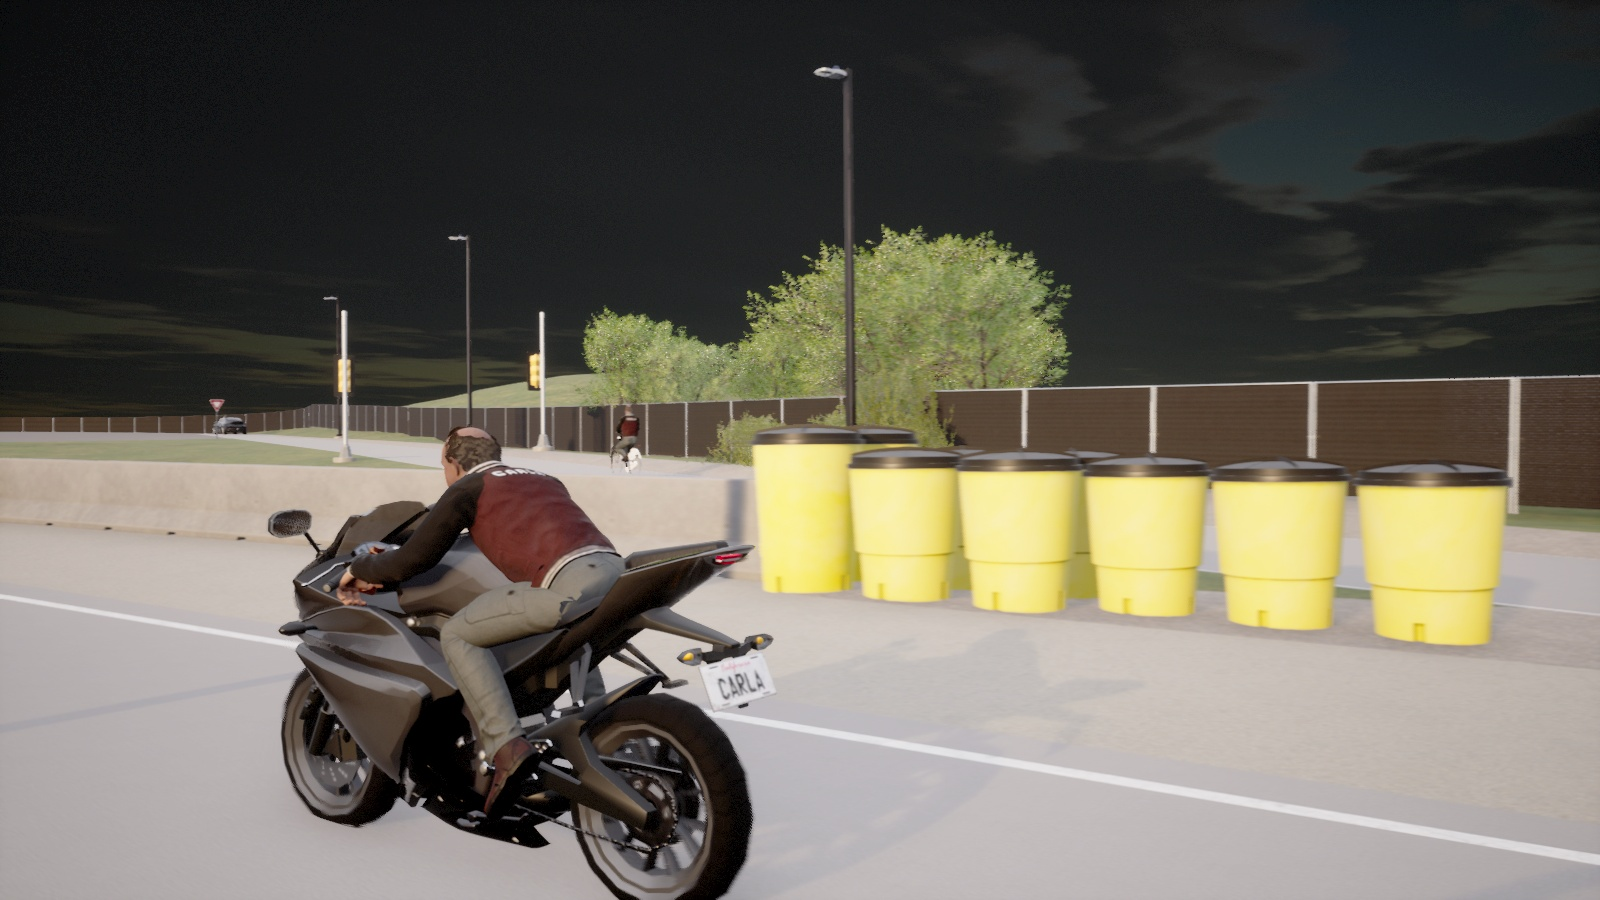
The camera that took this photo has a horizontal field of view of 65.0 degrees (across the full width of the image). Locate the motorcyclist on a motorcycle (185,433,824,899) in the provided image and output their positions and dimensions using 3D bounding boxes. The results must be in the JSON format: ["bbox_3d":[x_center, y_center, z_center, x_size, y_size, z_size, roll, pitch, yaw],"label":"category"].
[{"bbox_3d":[-1.082,0.718,4.343,2.191,1.530,0.866,0,1,34],"label":"motorcyclist on a motorcycle"}]

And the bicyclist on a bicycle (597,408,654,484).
[{"bbox_3d":[-4.189,-0.116,30.059,0.659,1.776,1.843,-2,2,-30],"label":"bicyclist on a bicycle"}]
